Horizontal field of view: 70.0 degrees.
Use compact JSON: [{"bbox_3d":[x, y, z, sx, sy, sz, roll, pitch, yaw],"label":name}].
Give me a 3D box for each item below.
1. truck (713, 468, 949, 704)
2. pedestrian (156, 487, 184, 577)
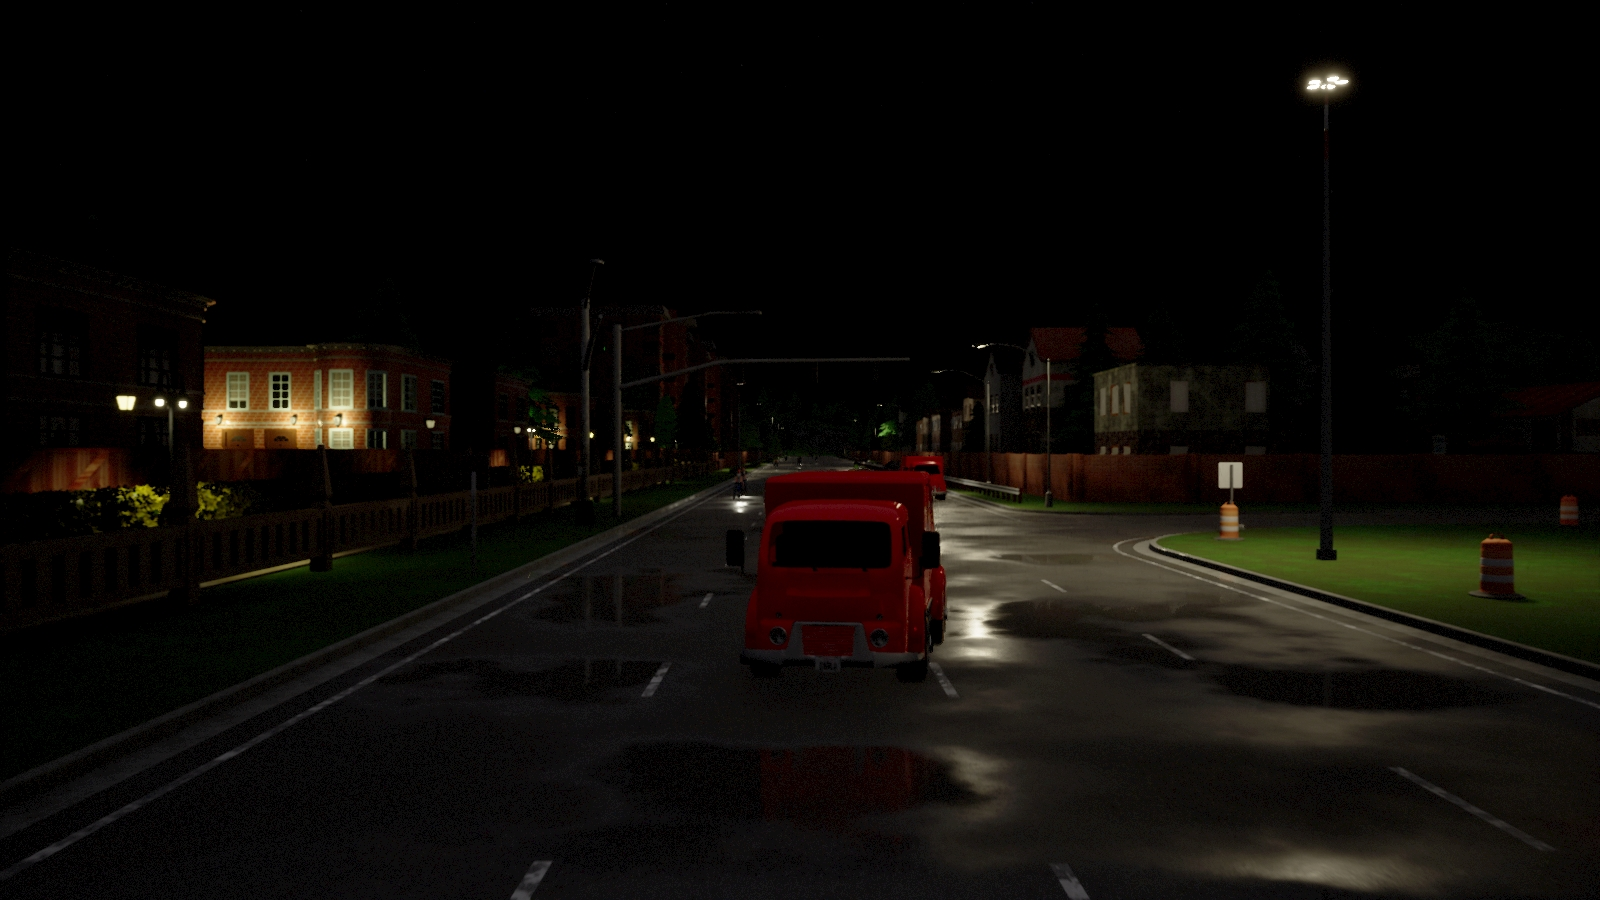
[{"bbox_3d":[0.669,1.560,15.483,2.627,2.467,5.204,0,1,8],"label":"truck"},{"bbox_3d":[-13.177,1.707,23.914,0.375,1.860,0.375,0,0,0],"label":"pedestrian"}]
